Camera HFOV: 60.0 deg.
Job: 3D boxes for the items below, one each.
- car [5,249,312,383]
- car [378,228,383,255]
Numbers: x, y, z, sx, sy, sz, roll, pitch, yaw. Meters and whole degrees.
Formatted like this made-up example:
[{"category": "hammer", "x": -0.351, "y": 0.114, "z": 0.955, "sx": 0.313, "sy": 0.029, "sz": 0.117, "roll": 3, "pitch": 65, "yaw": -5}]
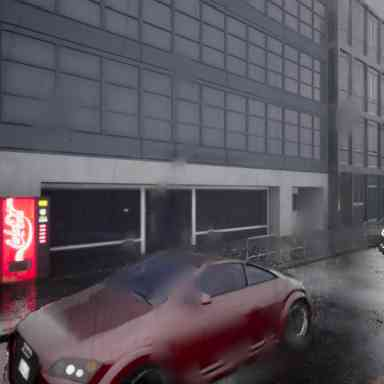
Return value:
[{"category": "car", "x": -0.151, "y": 1.564, "z": 4.588, "sx": 4.181, "sy": 1.385, "sz": 1.994, "roll": 0, "pitch": 0, "yaw": -41}, {"category": "car", "x": 8.563, "y": 1.353, "z": 11.954, "sx": 4.553, "sy": 1.767, "sz": 2.097, "roll": 0, "pitch": 0, "yaw": -40}]
